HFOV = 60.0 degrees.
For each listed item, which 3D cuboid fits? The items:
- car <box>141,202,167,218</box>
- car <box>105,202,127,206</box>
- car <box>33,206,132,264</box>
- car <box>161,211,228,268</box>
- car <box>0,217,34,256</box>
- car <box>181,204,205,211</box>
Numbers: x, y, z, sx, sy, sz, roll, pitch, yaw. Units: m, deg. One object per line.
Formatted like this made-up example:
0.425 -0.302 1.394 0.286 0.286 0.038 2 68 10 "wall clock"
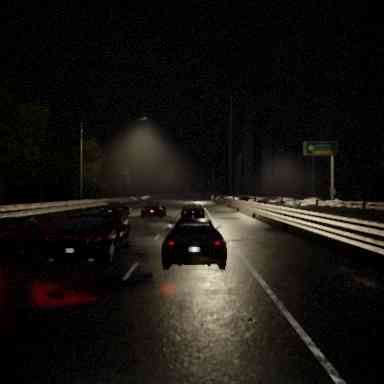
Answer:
-3.407 1.604 30.333 1.994 1.385 4.181 0 0 0 "car"
-6.908 1.603 30.135 1.994 1.385 4.181 0 0 0 "car"
-3.424 1.488 11.826 1.882 1.535 5.008 0 0 0 "car"
0.076 1.573 11.274 1.994 1.385 4.181 0 0 0 "car"
-6.916 1.613 13.094 1.895 1.301 4.718 0 0 0 "car"
0.087 1.637 28.144 1.895 1.301 4.718 0 0 0 "car"
